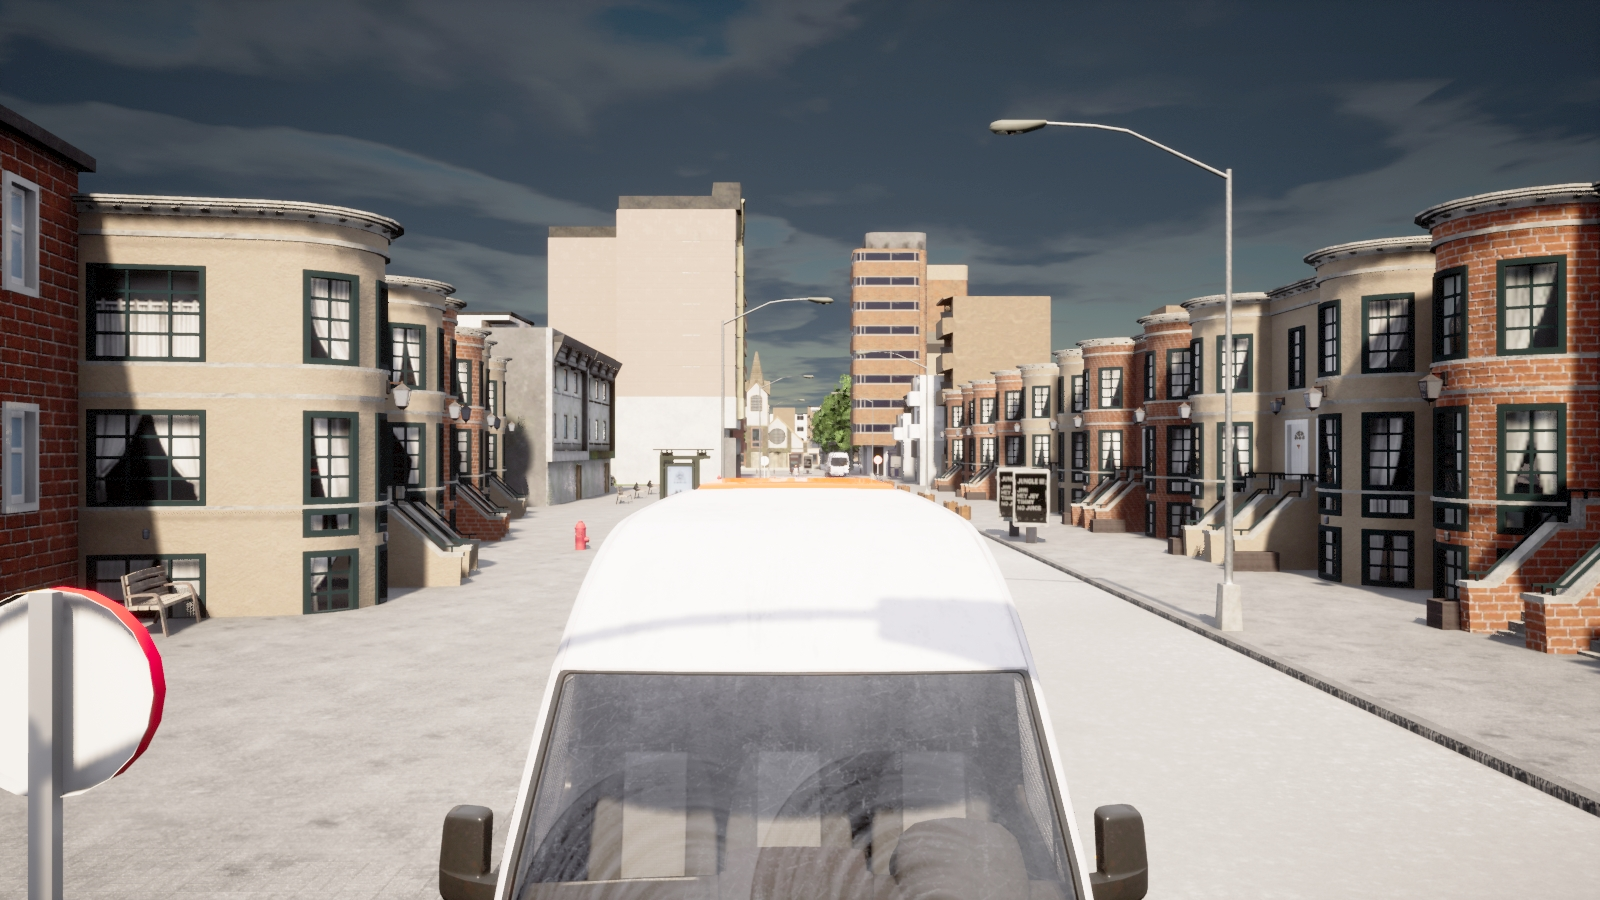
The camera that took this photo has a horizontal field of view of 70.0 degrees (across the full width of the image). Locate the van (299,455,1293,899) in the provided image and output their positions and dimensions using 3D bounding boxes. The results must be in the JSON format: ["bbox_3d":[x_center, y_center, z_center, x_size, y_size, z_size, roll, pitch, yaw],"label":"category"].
[{"bbox_3d":[-0.019,1.314,5.243,1.988,2.561,5.915,0,0,0],"label":"van"}]
